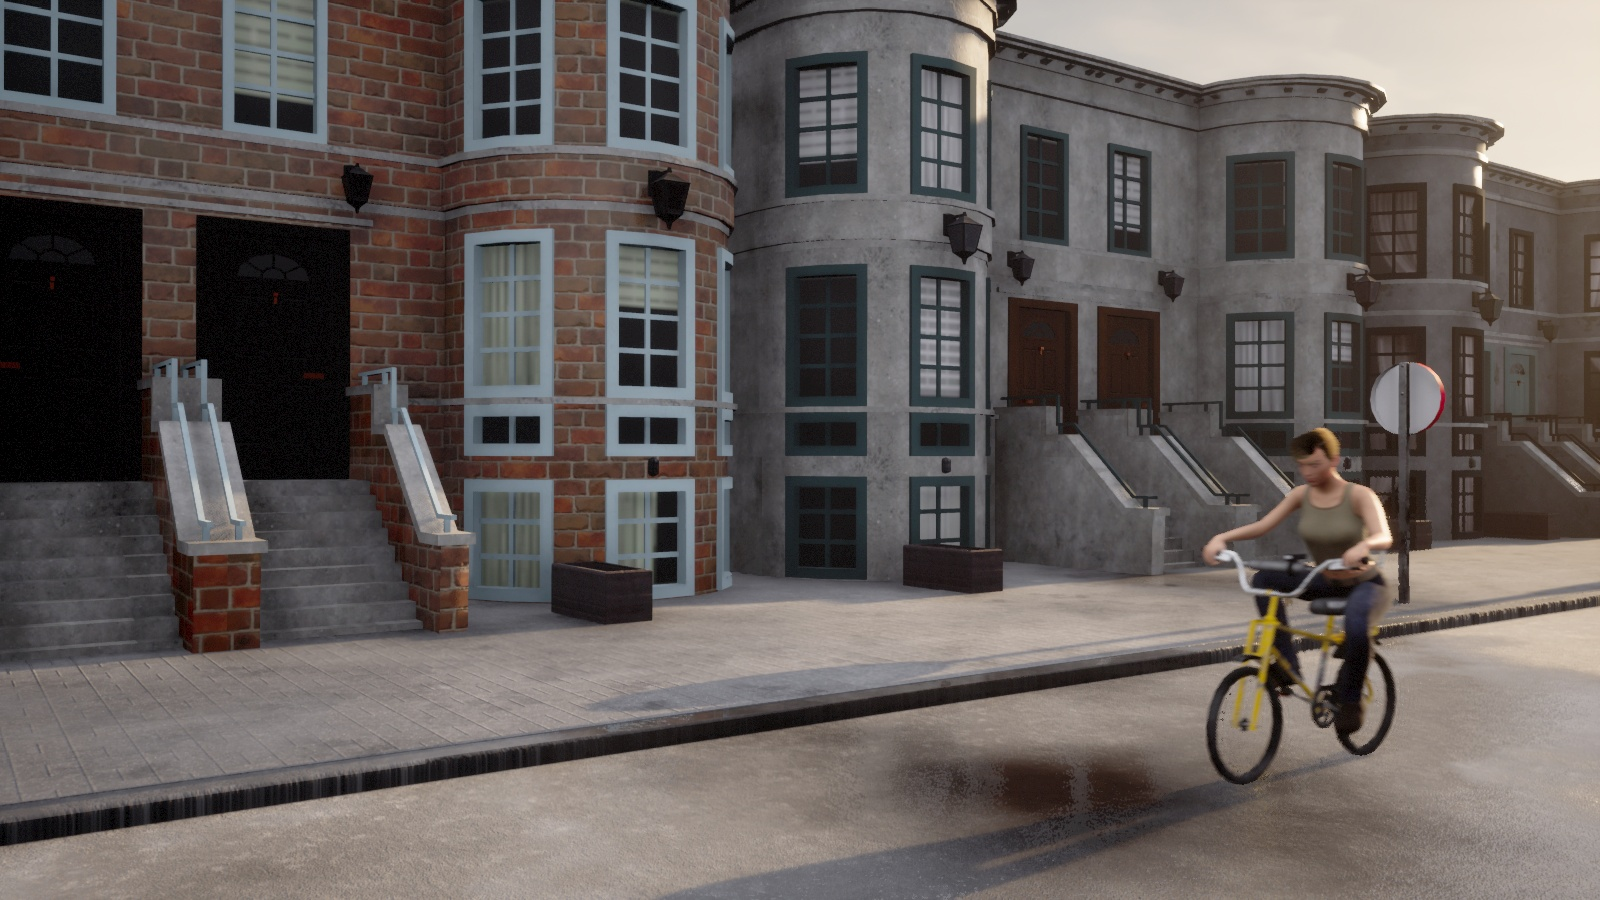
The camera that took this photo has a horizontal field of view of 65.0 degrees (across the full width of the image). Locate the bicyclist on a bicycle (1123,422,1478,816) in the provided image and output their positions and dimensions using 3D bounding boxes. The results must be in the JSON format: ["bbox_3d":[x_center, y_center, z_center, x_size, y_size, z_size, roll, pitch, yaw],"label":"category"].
[{"bbox_3d":[2.373,0.691,5.928,1.509,1.612,0.866,0,0,-35],"label":"bicyclist on a bicycle"}]
